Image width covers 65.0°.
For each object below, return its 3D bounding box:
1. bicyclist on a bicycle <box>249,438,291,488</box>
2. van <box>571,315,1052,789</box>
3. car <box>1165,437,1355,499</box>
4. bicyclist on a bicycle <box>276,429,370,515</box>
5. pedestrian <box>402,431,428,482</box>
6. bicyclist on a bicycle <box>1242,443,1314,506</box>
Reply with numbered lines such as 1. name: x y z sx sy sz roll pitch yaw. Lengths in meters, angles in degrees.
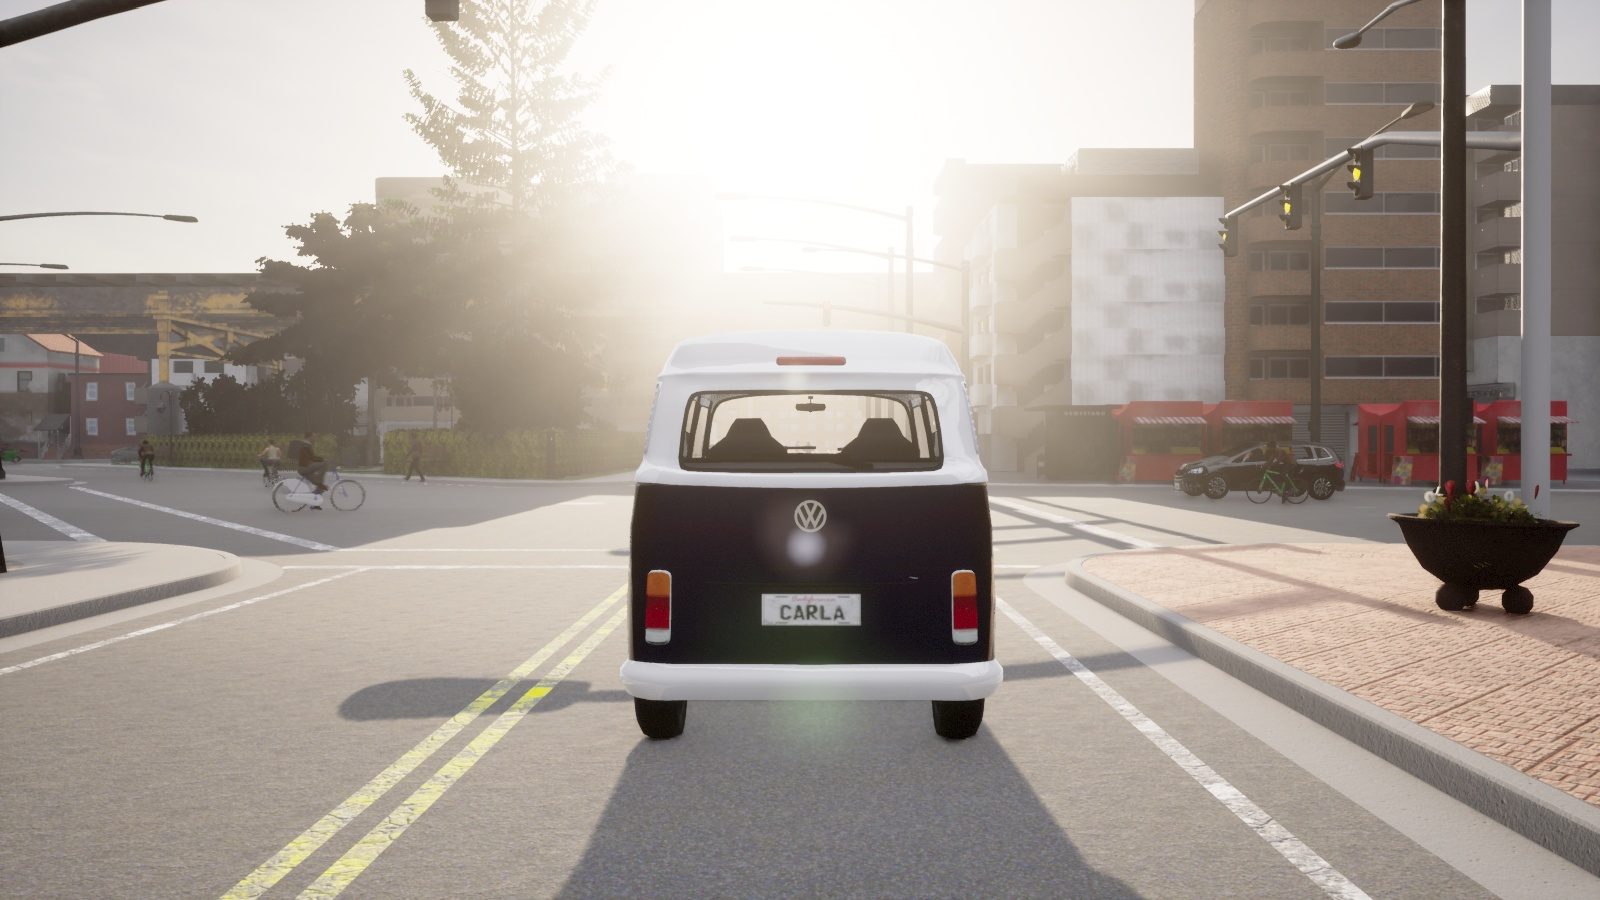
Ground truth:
1. bicyclist on a bicycle: -17.374 0.420 41.159 0.866 1.612 1.509 -1 1 -39
2. van: 0.066 0.427 7.651 2.069 2.038 4.480 0 0 0
3. car: 13.121 0.503 36.080 4.611 1.667 2.242 1 0 0
4. bicyclist on a bicycle: -10.127 0.458 26.729 1.843 1.776 0.659 0 -1 -20
5. pedestrian: -13.770 0.227 44.918 0.869 1.805 0.328 0 0 18
6. bicyclist on a bicycle: 12.392 0.626 32.583 1.656 1.620 0.582 0 0 0
